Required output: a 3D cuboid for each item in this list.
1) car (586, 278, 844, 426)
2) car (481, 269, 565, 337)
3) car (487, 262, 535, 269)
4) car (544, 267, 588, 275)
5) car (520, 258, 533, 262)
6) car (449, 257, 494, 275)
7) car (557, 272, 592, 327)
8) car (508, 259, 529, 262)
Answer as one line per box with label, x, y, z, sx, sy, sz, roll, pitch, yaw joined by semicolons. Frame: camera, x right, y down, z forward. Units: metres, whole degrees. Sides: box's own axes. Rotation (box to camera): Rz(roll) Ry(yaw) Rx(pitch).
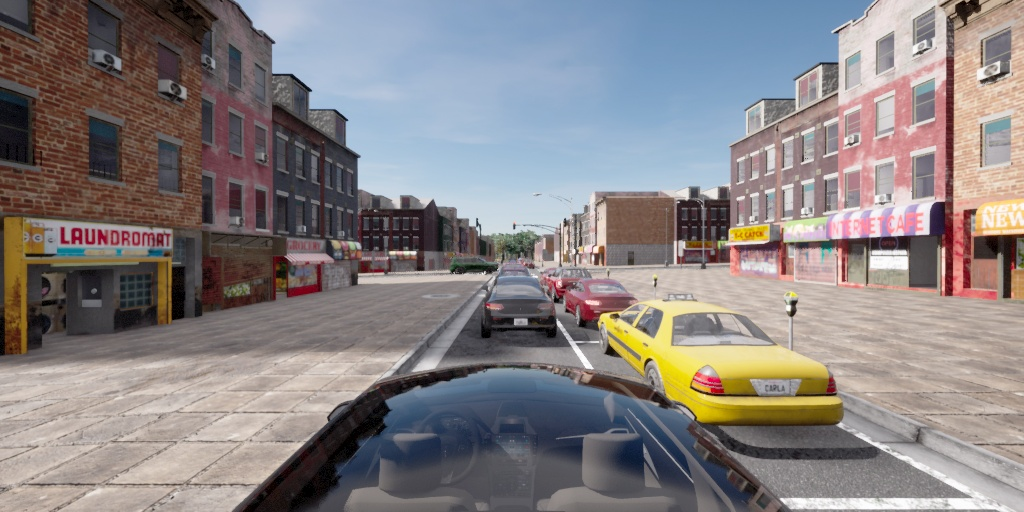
car;2.642;1.275;5.895;1.751;1.417;4.829;0;0;0
car;0.118;1.277;10.143;1.812;1.442;4.674;0;0;-2
car;0.111;1.248;17.532;2.128;1.511;4.902;0;0;0
car;2.658;1.195;16.658;1.967;1.591;4.097;0;0;0
car;2.720;1.316;59.465;1.967;1.591;4.097;0;0;0
car;-4.109;1.102;39.667;5.566;2.045;2.150;-2;0;0
car;2.650;1.334;11.192;1.802;1.307;4.207;0;0;0
car;0.101;1.248;27.092;1.882;1.535;5.008;0;0;0
